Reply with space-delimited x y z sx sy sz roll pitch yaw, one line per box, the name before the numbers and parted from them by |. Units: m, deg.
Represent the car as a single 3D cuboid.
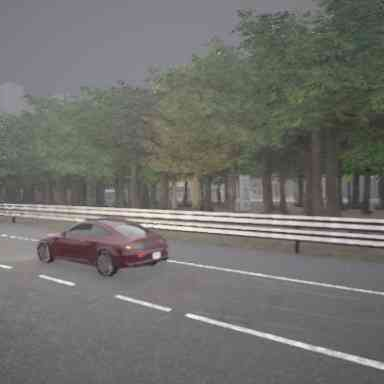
car | -2.821 1.527 10.206 4.674 1.442 1.812 0 0 35
